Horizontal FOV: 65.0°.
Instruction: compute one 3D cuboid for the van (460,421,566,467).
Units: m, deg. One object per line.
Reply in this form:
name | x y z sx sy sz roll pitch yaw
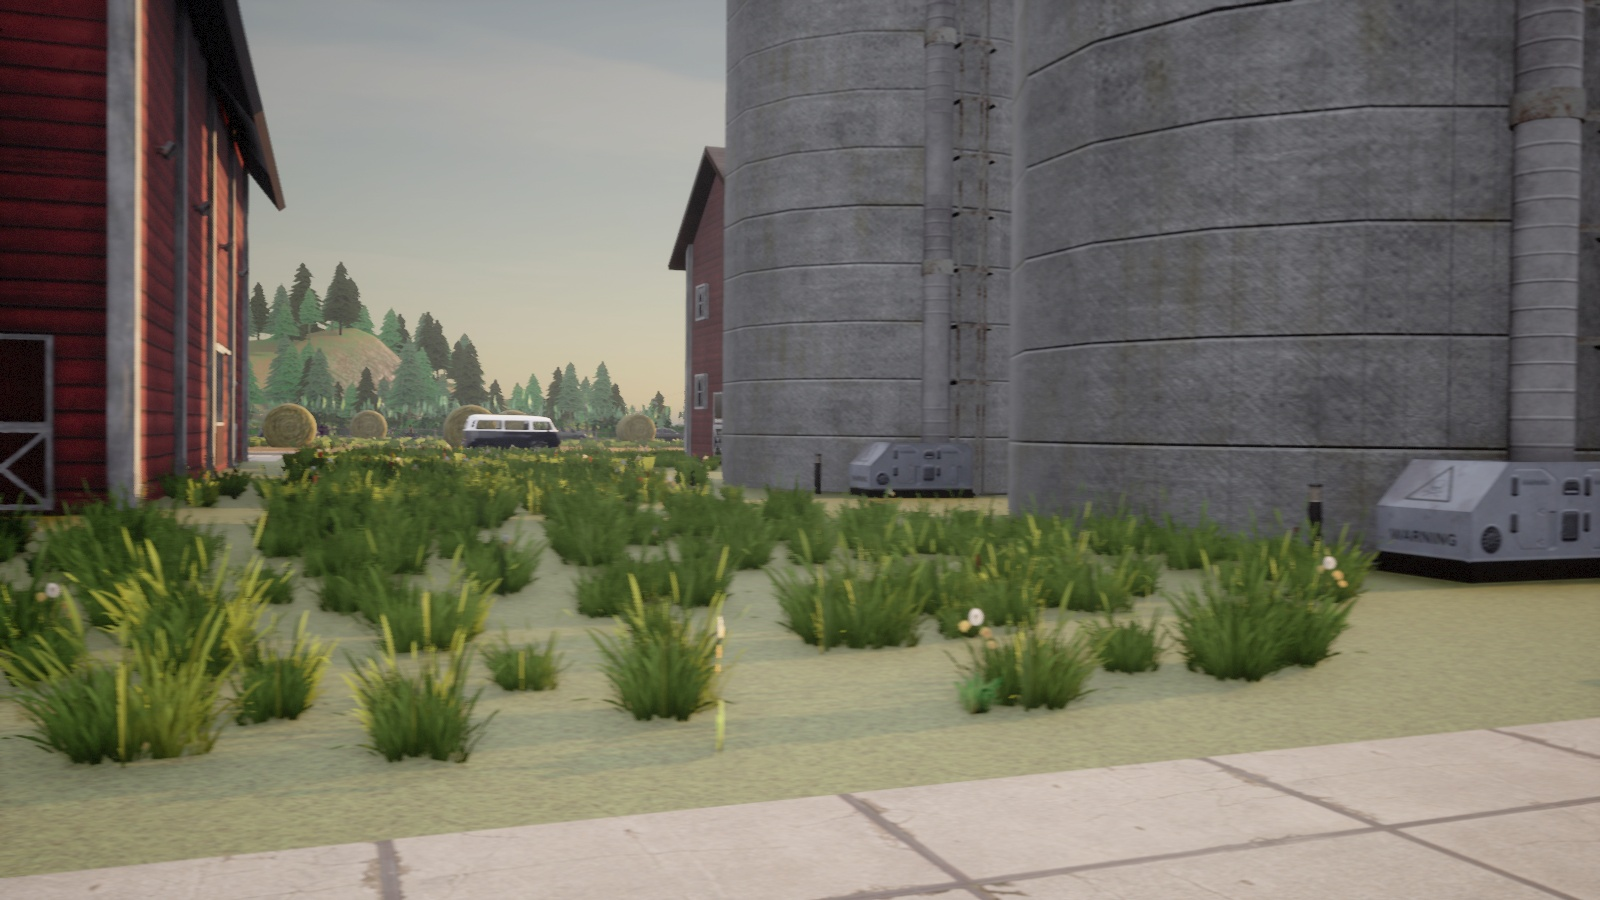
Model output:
van | -13.259 -0.306 58.007 4.480 2.038 2.069 -1 1 -21
